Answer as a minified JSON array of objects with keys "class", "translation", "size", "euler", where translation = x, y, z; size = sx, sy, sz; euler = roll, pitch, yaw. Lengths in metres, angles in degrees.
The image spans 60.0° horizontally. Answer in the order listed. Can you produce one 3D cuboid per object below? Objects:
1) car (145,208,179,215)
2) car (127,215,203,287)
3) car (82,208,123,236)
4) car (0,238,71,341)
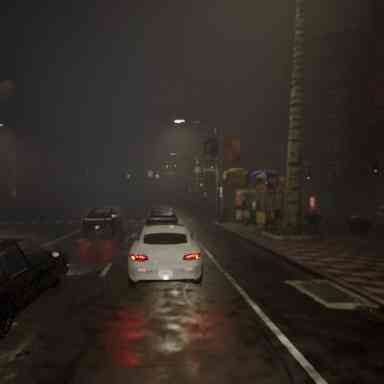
[{"class":"car","translation":[-1.850,1.712,20.618],"size":[2.128,1.511,4.902],"euler":[0,-1,-6]},{"class":"car","translation":[-0.773,1.629,9.553],"size":[1.812,1.442,4.674],"euler":[0,-1,-5]},{"class":"car","translation":[-5.334,1.714,20.279],"size":[2.128,1.511,4.902],"euler":[0,-1,-6]},{"class":"car","translation":[-3.938,1.623,6.449],"size":[2.033,1.411,5.357],"euler":[0,-1,-5]}]
